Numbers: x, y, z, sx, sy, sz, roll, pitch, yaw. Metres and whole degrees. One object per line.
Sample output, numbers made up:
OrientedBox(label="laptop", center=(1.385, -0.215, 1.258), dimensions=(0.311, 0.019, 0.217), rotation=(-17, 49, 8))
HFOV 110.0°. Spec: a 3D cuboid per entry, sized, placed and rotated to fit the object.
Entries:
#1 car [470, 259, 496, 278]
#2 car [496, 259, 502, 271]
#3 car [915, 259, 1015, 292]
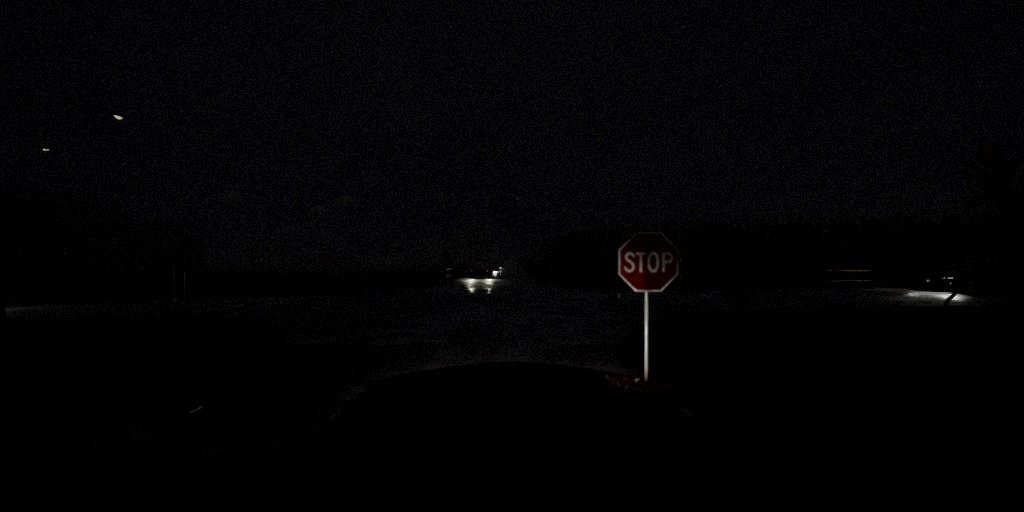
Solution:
OrientedBox(label="car", center=(-2.843, 1.221, 33.755), dimensions=(1.882, 1.535, 5.008), rotation=(0, 0, 0))
OrientedBox(label="car", center=(-2.833, 1.310, 48.773), dimensions=(1.994, 1.385, 4.181), rotation=(0, 0, 0))
OrientedBox(label="car", center=(22.313, 0.893, 17.143), dimensions=(4.892, 1.490, 1.837), rotation=(-1, 0, 0))
